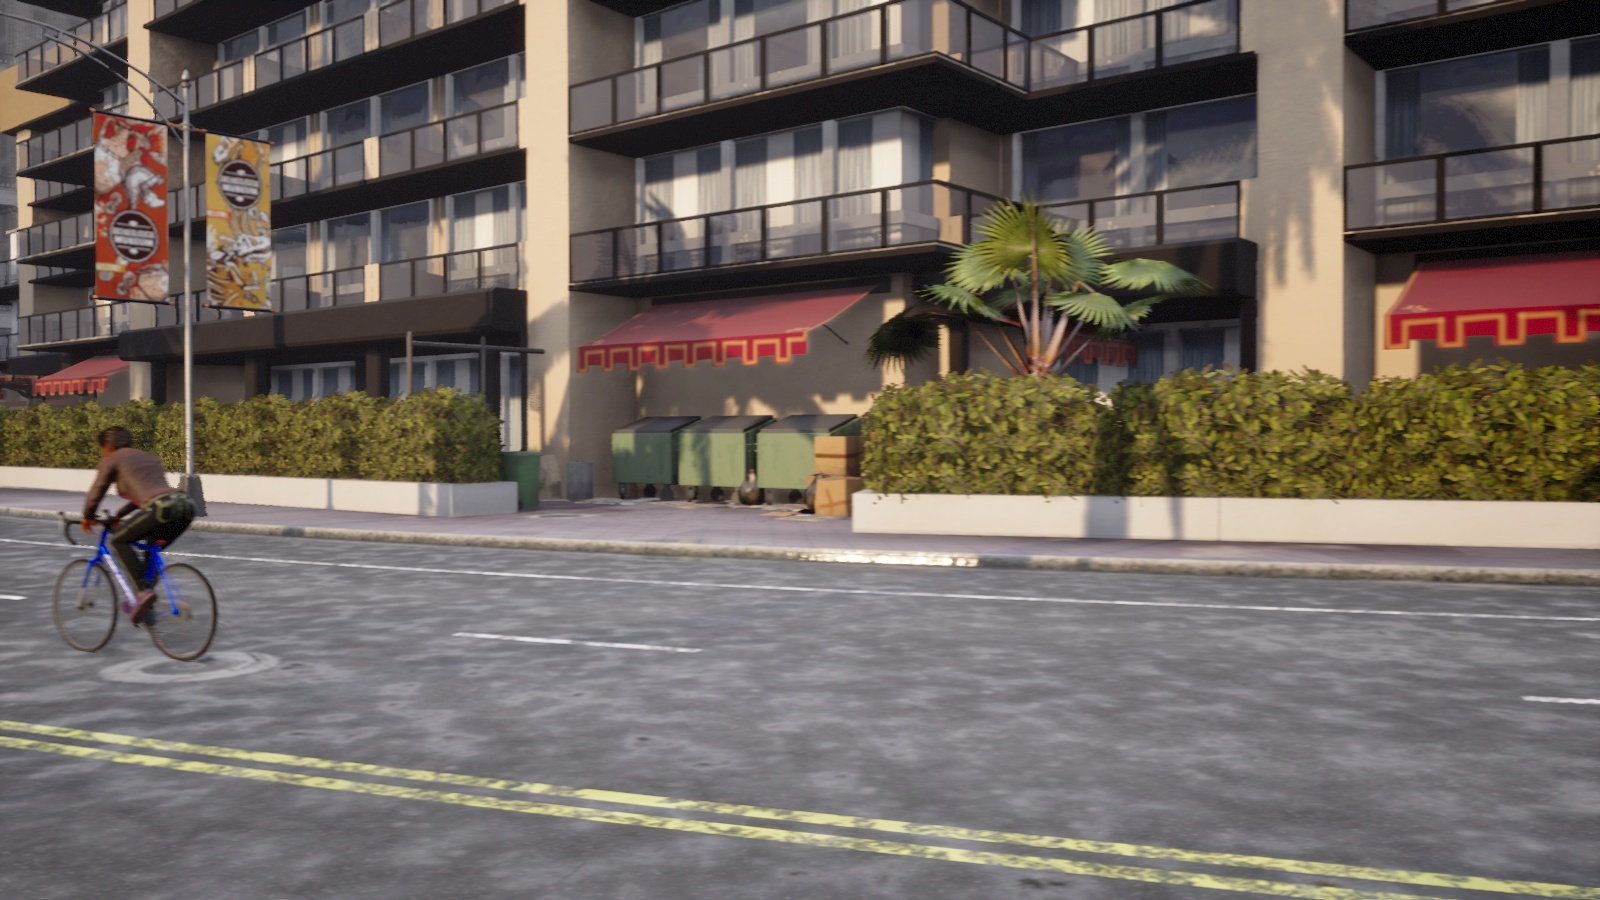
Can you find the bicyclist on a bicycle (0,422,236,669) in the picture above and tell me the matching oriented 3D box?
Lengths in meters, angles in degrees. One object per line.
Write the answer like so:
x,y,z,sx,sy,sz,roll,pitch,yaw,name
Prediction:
-4.825,0.620,8.853,1.656,1.620,0.582,0,1,24,bicyclist on a bicycle
